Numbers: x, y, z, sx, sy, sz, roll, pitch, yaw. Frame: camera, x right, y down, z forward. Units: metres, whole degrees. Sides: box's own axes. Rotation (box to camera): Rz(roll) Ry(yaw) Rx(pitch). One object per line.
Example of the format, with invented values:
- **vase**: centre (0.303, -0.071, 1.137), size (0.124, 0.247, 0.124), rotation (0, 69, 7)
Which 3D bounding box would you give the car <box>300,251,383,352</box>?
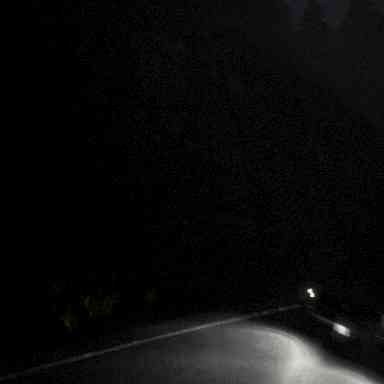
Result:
- **car**: centre (4.483, 1.541, 5.786), size (5.357, 1.411, 2.033), rotation (0, 1, -26)
